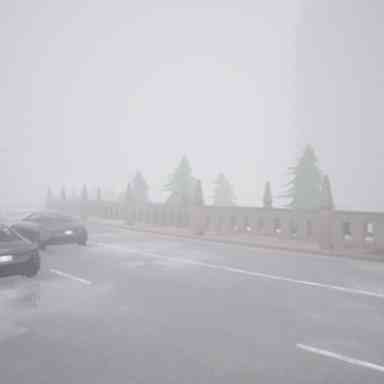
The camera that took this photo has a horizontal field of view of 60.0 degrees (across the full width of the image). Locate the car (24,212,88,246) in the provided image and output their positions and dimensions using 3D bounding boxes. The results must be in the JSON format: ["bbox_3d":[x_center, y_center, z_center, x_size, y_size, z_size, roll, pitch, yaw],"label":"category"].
[{"bbox_3d":[-6.232,1.535,14.331,4.181,1.385,1.994,0,0,44],"label":"car"}]

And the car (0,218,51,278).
[{"bbox_3d":[-5.904,1.535,9.164,4.181,1.385,1.994,0,0,42],"label":"car"}]
